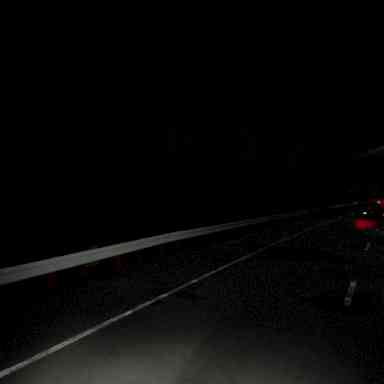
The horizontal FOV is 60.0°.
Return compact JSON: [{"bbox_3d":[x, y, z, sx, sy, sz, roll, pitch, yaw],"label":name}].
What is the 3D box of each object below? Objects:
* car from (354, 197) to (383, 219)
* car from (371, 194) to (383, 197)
[{"bbox_3d":[15.793,1.505,29.710,1.837,1.490,4.892,0,0,35],"label":"car"},{"bbox_3d":[21.793,1.221,38.296,2.150,2.045,5.566,0,0,35],"label":"car"}]
